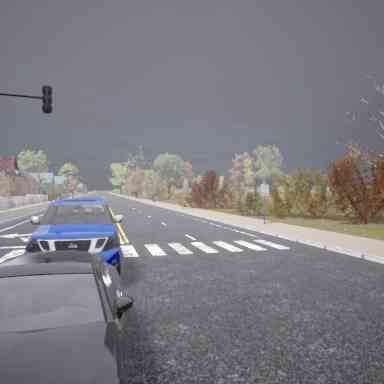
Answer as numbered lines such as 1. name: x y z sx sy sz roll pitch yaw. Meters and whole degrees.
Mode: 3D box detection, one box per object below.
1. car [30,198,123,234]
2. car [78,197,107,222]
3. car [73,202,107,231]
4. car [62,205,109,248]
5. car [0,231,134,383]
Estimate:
1. car: -3.360 1.218 9.982 2.150 2.045 5.566 0 0 -15
2. car: -8.167 1.338 27.527 2.097 1.767 4.553 0 0 -15
3. car: -6.600 1.468 21.795 1.882 1.535 5.008 0 0 -15
4. car: -5.025 1.499 16.052 1.837 1.490 4.892 0 0 -15
5. car: -1.713 1.524 3.895 1.812 1.442 4.674 0 0 -13
